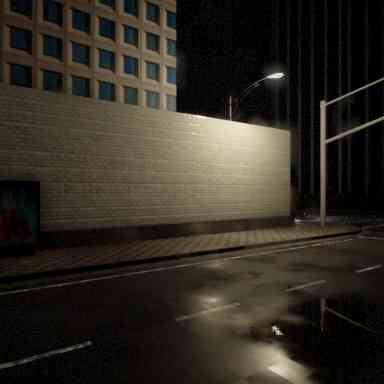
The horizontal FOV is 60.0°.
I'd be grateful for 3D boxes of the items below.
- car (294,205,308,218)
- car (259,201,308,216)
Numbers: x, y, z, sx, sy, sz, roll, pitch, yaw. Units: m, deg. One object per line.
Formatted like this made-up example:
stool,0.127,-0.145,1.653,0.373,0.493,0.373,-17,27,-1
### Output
car,8.176,1.581,30.012,1.812,1.442,4.674,0,0,-36
car,9.378,1.656,34.337,1.895,1.301,4.718,0,0,-36
